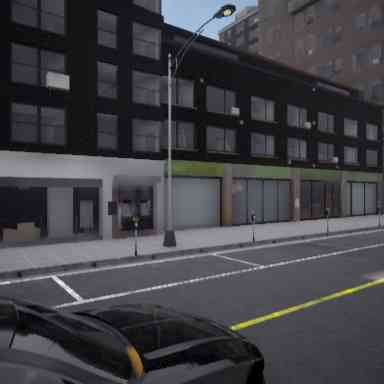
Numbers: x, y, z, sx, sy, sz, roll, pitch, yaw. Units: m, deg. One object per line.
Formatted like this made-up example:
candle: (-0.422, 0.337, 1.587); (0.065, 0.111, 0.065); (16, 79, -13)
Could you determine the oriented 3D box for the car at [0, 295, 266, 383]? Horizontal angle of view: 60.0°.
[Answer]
car: (-1.632, 1.471, 2.116); (5.008, 1.535, 1.882); (0, 0, -36)
